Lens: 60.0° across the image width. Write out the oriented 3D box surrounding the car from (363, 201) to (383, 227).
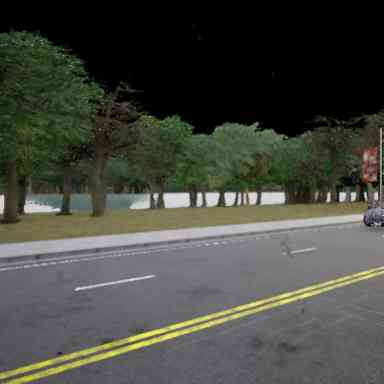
[{"bbox_3d":[12.577,1.266,20.564,4.553,1.767,2.097,0,0,-36],"label":"car"}]
